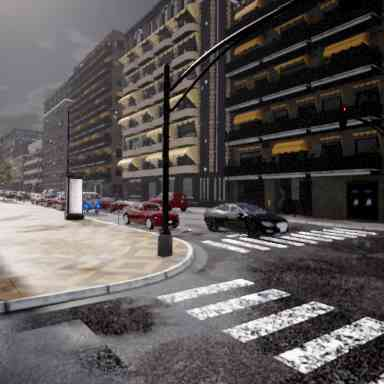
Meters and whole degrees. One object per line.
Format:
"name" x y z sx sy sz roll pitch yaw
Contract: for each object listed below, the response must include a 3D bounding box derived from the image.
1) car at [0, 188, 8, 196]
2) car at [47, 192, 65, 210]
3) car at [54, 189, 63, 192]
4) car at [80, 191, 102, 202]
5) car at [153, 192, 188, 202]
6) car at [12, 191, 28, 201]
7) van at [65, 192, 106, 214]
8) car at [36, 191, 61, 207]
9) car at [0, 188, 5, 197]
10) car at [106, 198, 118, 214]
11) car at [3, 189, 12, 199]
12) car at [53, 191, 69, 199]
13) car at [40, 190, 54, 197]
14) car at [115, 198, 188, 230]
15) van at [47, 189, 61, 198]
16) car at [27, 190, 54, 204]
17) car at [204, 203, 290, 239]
"car" -42.412 -0.012 73.907 2.192 1.841 5.009 2 0 -36
"car" -12.431 1.007 32.767 1.887 1.381 4.507 2 0 -36
"car" -14.747 0.725 40.361 2.097 1.767 4.553 1 0 -36
"car" -15.657 0.729 51.423 1.967 1.590 4.097 2 0 -36
"car" -2.325 0.955 33.138 2.192 1.841 5.009 2 0 -36
"car" -25.755 0.551 51.051 1.967 1.590 4.097 2 0 -36
"van" -9.092 0.891 28.196 1.690 1.788 3.998 2 0 -36
"car" -15.762 0.919 37.338 1.887 1.381 4.507 2 0 -36
"car" -39.087 0.311 69.335 2.008 1.369 4.403 2 0 -36
"car" -6.990 1.179 29.679 1.895 1.301 4.718 1 0 -36
"car" -32.423 0.480 60.193 1.887 1.381 4.507 2 0 -36
"car" -25.756 0.548 65.273 1.752 1.417 4.829 2 0 -36
"car" -32.317 0.290 74.278 1.967 1.590 4.097 2 0 -36
"car" -2.435 1.270 19.054 1.887 1.381 4.507 2 0 -36
"van" -28.982 0.279 69.707 1.690 1.788 3.998 2 0 -36
"car" -18.994 0.814 41.772 1.752 1.417 4.829 2 0 -36
"car" 2.571 1.333 16.563 2.128 1.511 4.902 1 1 -36
